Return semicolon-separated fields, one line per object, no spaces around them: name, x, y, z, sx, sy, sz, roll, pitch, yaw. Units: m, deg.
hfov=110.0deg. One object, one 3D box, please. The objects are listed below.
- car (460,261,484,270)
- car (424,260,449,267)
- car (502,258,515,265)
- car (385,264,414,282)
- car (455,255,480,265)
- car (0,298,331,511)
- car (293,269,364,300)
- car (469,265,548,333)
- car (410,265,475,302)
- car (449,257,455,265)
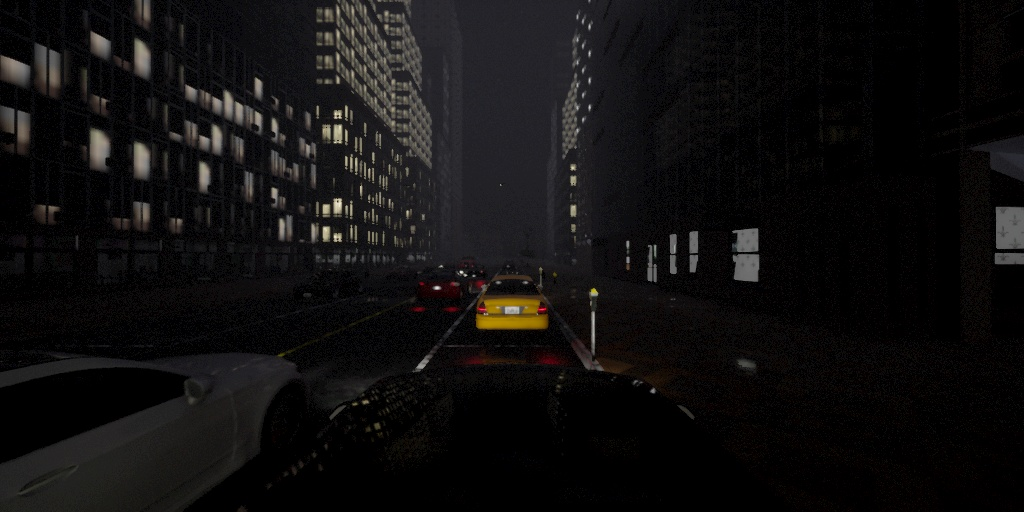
car;-3.143;1.342;31.899;1.895;1.301;4.718;0;0;0
car;-8.836;1.286;40.419;2.007;1.370;4.403;0;0;0
car;-0.455;1.298;46.099;1.948;1.339;4.313;0;0;0
car;-8.835;1.324;29.033;1.802;1.307;4.207;0;0;0
car;-6.147;0.935;50.499;2.150;2.045;5.566;0;0;0
car;-3.145;1.275;2.036;1.812;1.442;4.674;0;0;0
car;-8.836;1.313;17.650;1.948;1.339;4.313;0;0;0
car;0.004;1.206;10.689;1.801;1.575;5.366;0;0;0
car;-3.144;1.312;17.107;1.994;1.385;4.181;0;0;0
car;-8.836;1.273;51.803;1.888;1.381;4.507;0;0;0
